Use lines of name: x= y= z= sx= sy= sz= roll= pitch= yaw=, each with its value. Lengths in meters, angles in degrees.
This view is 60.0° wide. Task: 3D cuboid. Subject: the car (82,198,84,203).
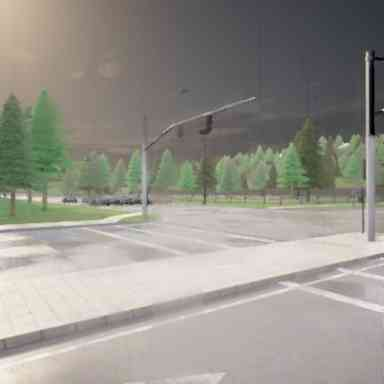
car: x=-19.881 y=1.459 z=64.619 sx=1.994 sy=1.385 sz=4.181 roll=0 pitch=0 yaw=-35

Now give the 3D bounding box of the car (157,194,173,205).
car: x=-5.074 y=1.220 z=55.575 sx=2.097 sy=1.767 sz=4.553 roll=0 pitch=0 yaw=-35

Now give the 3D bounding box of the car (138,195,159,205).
car: x=-7.964 y=1.433 z=53.585 sx=2.033 sy=1.411 sz=5.357 roll=0 pitch=0 yaw=-35

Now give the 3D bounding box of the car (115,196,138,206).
car: x=-10.927 y=1.451 z=51.710 sx=2.033 sy=1.411 sz=5.357 roll=0 pitch=0 yaw=-35

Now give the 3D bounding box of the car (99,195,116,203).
car: x=-16.855 y=1.415 z=66.419 sx=1.812 sy=1.442 sz=4.674 roll=0 pitch=1 yaw=-35

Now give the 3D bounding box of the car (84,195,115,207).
car: x=-13.907 y=1.468 z=49.857 sx=2.033 sy=1.411 sz=5.357 roll=0 pitch=0 yaw=-35

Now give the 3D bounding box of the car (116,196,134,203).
car: x=-13.739 y=1.459 z=68.076 sx=1.895 sy=1.301 sz=4.718 roll=0 pitch=0 yaw=-35

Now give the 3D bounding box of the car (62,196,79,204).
car: x=-23.158 y=1.463 z=63.209 sx=2.033 sy=1.411 sz=5.357 roll=0 pitch=0 yaw=-35
